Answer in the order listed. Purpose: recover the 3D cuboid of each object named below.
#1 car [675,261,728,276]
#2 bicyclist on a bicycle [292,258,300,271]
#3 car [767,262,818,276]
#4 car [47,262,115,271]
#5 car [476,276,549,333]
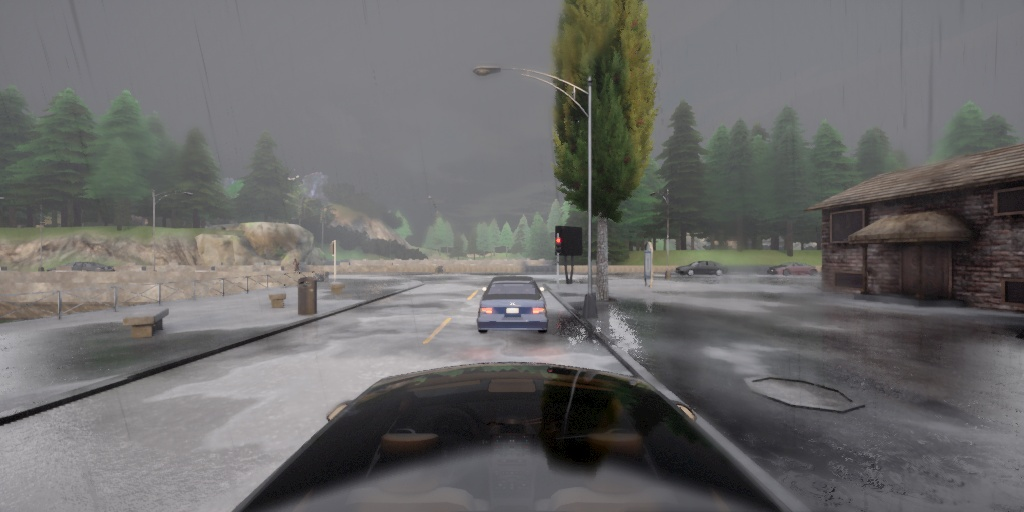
[{"bbox_3d":[19.217,1.255,36.433,4.892,1.490,1.837,0,0,0],"label":"car"},{"bbox_3d":[-24.496,1.099,40.666,0.582,1.620,1.656,0,0,0],"label":"bicyclist on a bicycle"},{"bbox_3d":[28.422,1.314,36.423,4.181,1.385,1.994,0,0,0],"label":"car"},{"bbox_3d":[-43.699,1.297,36.384,5.357,1.411,2.033,0,0,0],"label":"car"},{"bbox_3d":[0.030,1.297,10.720,2.033,1.411,5.357,0,0,0],"label":"car"}]
